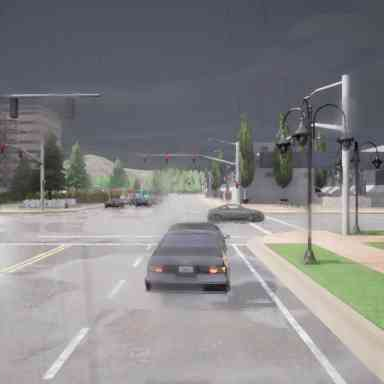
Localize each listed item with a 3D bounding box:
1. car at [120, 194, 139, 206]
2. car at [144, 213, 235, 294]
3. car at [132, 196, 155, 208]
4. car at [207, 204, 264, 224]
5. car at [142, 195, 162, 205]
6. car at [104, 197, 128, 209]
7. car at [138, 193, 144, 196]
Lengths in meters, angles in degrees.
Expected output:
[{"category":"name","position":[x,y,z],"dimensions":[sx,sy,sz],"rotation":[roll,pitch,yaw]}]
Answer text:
[{"category":"car","position":[-10.565,1.491,54.798],"dimensions":[2.128,1.511,4.902],"rotation":[0,0,0]},{"category":"car","position":[0.059,1.547,8.951],"dimensions":[2.033,1.411,5.357],"rotation":[0,0,4]},{"category":"car","position":[-7.064,1.601,48.797],"dimensions":[1.895,1.301,4.718],"rotation":[0,0,0]},{"category":"car","position":[3.120,1.564,24.261],"dimensions":[4.181,1.385,1.994],"rotation":[0,0,0]},{"category":"car","position":[-7.051,1.547,58.442],"dimensions":[2.033,1.411,5.357],"rotation":[0,0,0]},{"category":"car","position":[-10.572,1.601,45.531],"dimensions":[1.895,1.301,4.718],"rotation":[0,0,0]},{"category":"car","position":[-10.483,1.547,67.519],"dimensions":[2.033,1.411,5.357],"rotation":[0,0,0]}]
